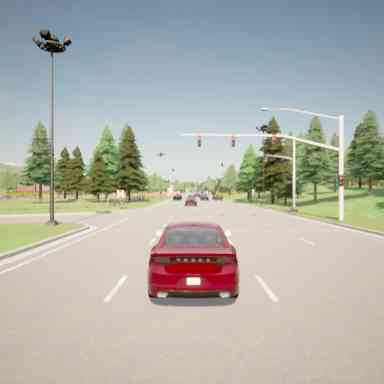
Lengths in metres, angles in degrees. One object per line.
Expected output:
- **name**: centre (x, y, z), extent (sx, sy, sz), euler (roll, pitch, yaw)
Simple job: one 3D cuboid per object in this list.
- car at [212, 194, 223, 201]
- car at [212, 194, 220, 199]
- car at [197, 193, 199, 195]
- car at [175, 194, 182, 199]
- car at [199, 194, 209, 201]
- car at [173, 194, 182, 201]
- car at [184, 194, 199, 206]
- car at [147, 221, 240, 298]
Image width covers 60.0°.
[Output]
- **car**: centre (6.762, 1.478, 83.777), extent (2.128, 1.511, 4.902), euler (0, 0, 0)
- **car**: centre (6.732, 1.329, 94.197), extent (2.033, 1.411, 5.357), euler (0, 0, 0)
- **car**: centre (3.232, 1.314, 94.187), extent (2.128, 1.511, 4.902), euler (0, 0, 0)
- **car**: centre (-3.768, 1.267, 94.167), extent (1.882, 1.535, 5.008), euler (0, 0, 0)
- **car**: centre (3.261, 1.478, 84.184), extent (1.812, 1.442, 4.674), euler (0, 0, 0)
- **car**: centre (-3.738, 1.431, 83.747), extent (1.882, 1.535, 5.008), euler (0, 0, 0)
- **car**: centre (-0.150, 1.501, 53.144), extent (1.812, 1.442, 4.674), euler (0, 0, 0)
- **car**: centre (0.039, 1.474, 8.542), extent (1.882, 1.535, 5.008), euler (0, 0, 0)
